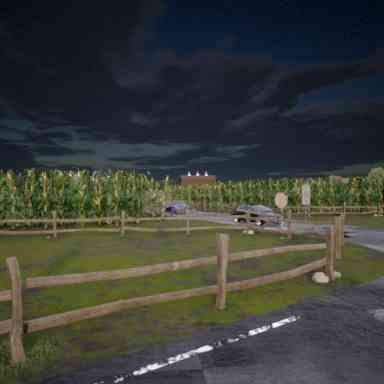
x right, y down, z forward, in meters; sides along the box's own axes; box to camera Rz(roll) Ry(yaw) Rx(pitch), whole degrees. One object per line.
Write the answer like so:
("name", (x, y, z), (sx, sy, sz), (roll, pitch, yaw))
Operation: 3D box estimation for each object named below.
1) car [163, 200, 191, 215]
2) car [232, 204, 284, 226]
("car", (-1.821, 1.724, 39.558), (2.097, 1.767, 4.553), (0, 0, -25))
("car", (4.900, 1.700, 25.261), (1.837, 1.490, 4.892), (0, 0, -26))
